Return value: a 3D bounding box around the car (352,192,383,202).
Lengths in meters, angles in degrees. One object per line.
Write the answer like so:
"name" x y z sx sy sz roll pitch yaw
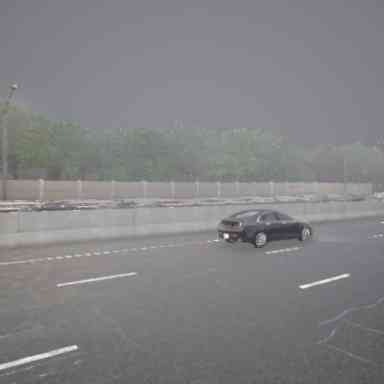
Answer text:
"car" 22.449 1.237 41.234 4.553 1.767 2.097 -1 0 -35

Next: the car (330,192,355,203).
"car" 21.525 1.085 44.849 5.566 2.045 2.150 -1 1 -34

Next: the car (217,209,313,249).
"car" 3.349 1.511 14.711 4.892 1.490 1.837 0 0 -35

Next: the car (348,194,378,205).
"car" 27.349 1.194 53.151 4.902 1.511 2.128 -1 1 -34

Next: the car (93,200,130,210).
"car" -6.369 1.510 29.516 4.892 1.490 1.837 0 0 -35

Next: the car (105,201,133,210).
"car" -4.163 1.606 26.791 4.718 1.301 1.895 0 0 -35

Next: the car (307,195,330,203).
"car" 20.308 1.318 52.530 4.892 1.490 1.837 -1 1 -34

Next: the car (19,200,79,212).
"car" -12.584 1.506 29.397 4.892 1.490 1.837 0 0 -35

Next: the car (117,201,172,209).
"car" -2.743 1.569 23.505 4.181 1.385 1.994 0 0 -35
